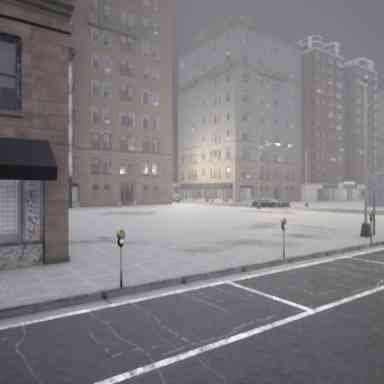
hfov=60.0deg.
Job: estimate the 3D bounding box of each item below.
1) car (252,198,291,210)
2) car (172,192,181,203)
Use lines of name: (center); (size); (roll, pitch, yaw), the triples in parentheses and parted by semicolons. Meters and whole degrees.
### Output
car: (9.483, 1.427, 39.983); (1.895, 1.301, 4.718); (0, 0, -35)
car: (-4.139, 0.939, 59.406); (2.150, 2.045, 5.566); (0, 0, -35)
